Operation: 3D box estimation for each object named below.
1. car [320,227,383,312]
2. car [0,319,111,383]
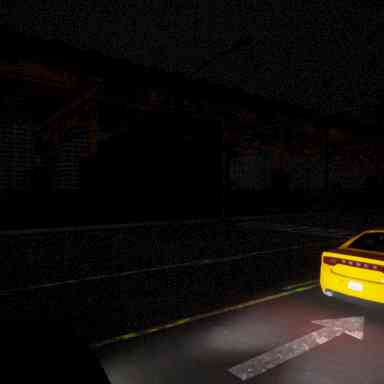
[{"bbox_3d":[4.840,1.478,7.180,5.008,1.535,1.882,0,0,-35],"label":"car"},{"bbox_3d":[-2.773,1.601,1.774,4.718,1.301,1.895,0,0,-35],"label":"car"}]
